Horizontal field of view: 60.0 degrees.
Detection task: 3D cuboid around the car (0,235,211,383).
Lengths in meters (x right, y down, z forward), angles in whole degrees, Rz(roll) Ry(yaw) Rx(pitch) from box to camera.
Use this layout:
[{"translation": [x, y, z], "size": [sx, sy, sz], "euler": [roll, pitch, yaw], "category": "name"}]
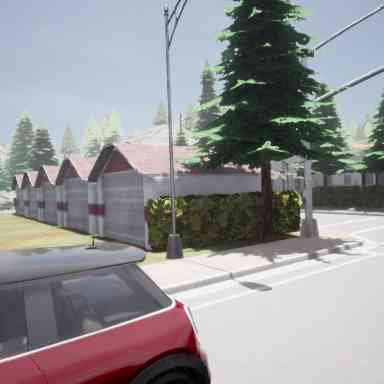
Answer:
[{"translation": [-2.108, 1.355, 2.491], "size": [4.553, 1.767, 2.097], "euler": [-2, 1, -36], "category": "car"}]
